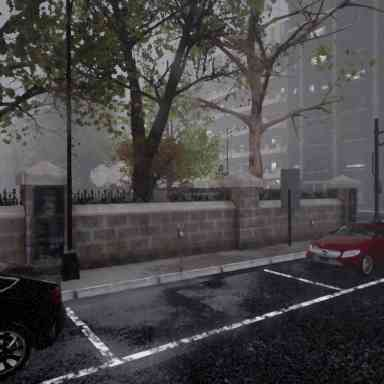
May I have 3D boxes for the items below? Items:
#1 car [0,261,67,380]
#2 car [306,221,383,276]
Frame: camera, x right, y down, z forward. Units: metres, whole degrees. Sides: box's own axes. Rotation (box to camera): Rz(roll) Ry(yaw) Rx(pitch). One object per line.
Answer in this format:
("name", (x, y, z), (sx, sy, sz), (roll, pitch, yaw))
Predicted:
("car", (-3.757, 1.566, 3.912), (4.313, 1.339, 1.947), (0, 0, -35))
("car", (5.319, 1.581, 10.251), (4.206, 1.307, 1.802), (0, 0, -35))
